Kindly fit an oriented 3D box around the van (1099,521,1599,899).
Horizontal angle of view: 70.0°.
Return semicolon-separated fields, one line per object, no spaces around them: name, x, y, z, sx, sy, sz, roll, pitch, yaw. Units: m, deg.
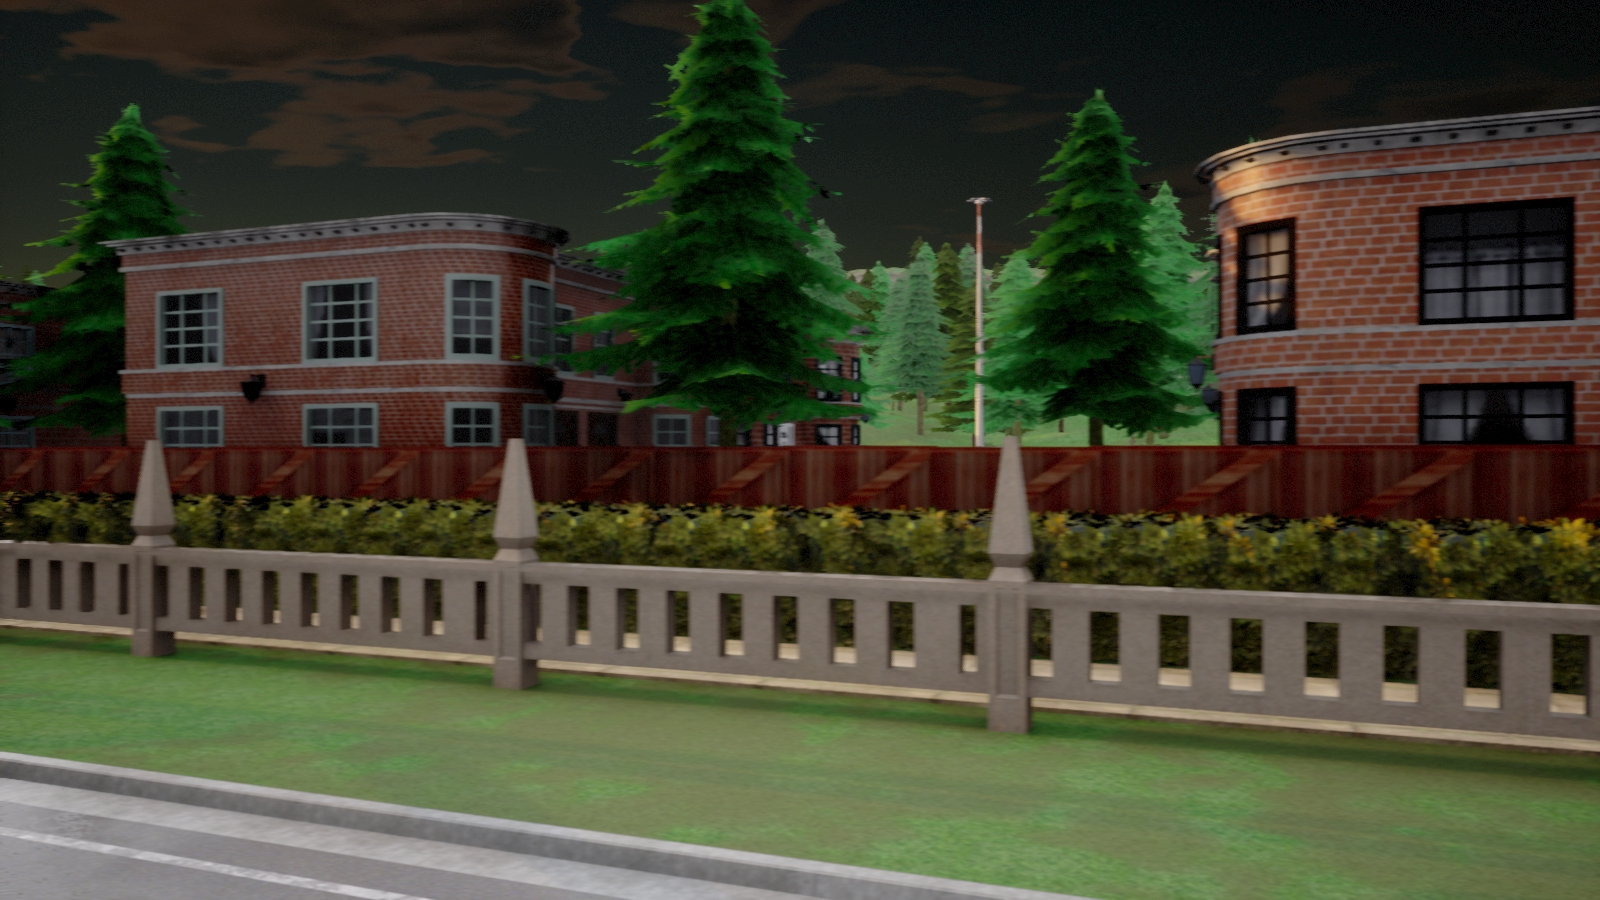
van;3.605;1.532;1.465;5.915;2.561;1.988;0;0;36
